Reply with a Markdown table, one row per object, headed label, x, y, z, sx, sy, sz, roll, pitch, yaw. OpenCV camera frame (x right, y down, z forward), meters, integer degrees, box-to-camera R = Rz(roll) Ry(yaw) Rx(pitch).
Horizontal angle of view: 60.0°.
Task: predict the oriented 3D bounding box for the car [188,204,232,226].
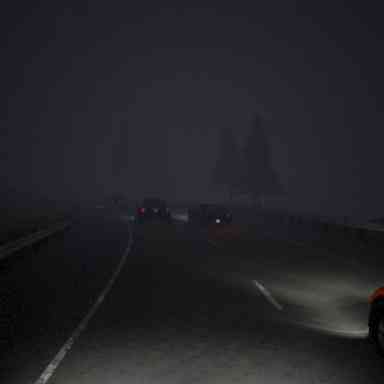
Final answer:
| label | x | y | z | sx | sy | sz | roll | pitch | yaw |
| --- | --- | --- | --- | --- | --- | --- | --- | --- | --- |
| car | 1.049 | 1.444 | 22.266 | 1.895 | 1.301 | 4.718 | 0 | 0 | -13 |

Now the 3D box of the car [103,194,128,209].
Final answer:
| label | x | y | z | sx | sy | sz | roll | pitch | yaw |
| --- | --- | --- | --- | --- | --- | --- | --- | --- | --- |
| car | -9.234 | 1.068 | 39.761 | 2.097 | 1.767 | 4.553 | 0 | 0 | -27 |

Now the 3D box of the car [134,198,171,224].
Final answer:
| label | x | y | z | sx | sy | sz | roll | pitch | yaw |
| --- | --- | --- | --- | --- | --- | --- | --- | --- | --- |
| car | -2.831 | 1.187 | 23.139 | 2.097 | 1.767 | 4.553 | 0 | 0 | -14 |

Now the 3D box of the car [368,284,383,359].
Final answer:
| label | x | y | z | sx | sy | sz | roll | pitch | yaw |
| --- | --- | --- | --- | --- | --- | --- | --- | --- | --- |
| car | 3.533 | 1.333 | 2.778 | 2.097 | 1.767 | 4.553 | 0 | 0 | -1 |
